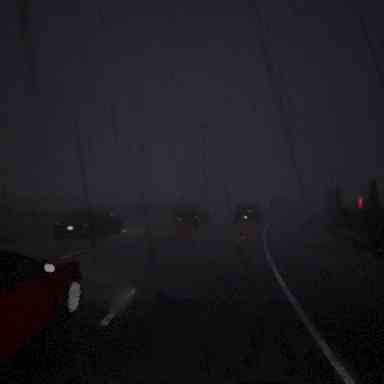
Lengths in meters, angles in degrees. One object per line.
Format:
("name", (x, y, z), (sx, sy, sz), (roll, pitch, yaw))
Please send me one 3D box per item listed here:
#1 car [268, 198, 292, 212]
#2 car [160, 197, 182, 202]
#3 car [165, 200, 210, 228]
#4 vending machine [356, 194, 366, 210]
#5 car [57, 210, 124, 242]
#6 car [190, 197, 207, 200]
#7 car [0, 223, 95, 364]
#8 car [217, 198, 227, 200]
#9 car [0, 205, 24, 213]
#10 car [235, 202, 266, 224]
("car", (10.670, 1.471, 40.059), (2.097, 1.767, 4.553), (0, 0, 28))
("car", (-3.591, 1.583, 57.501), (1.882, 1.535, 5.008), (0, 0, 33))
("car", (-0.127, 1.524, 22.529), (1.882, 1.535, 5.008), (0, 0, 15))
("vending machine", (23.359, 1.370, 45.854), (1.100, 2.100, 0.880), (0, 0, 36))
("car", (-5.033, 1.581, 16.755), (1.994, 1.385, 4.181), (0, 0, 11))
("car", (0.915, 1.627, 58.026), (1.837, 1.490, 4.892), (0, 0, 35))
("car", (-3.131, 1.476, 4.446), (1.882, 1.535, 5.008), (0, 0, 3))
("car", (5.133, 1.737, 57.933), (1.895, 1.301, 4.718), (0, 0, 36))
("car", (-11.913, 1.476, 19.111), (1.882, 1.535, 5.008), (0, 0, 13))
("car", (4.528, 1.572, 25.855), (1.837, 1.490, 4.892), (0, -1, 18))
